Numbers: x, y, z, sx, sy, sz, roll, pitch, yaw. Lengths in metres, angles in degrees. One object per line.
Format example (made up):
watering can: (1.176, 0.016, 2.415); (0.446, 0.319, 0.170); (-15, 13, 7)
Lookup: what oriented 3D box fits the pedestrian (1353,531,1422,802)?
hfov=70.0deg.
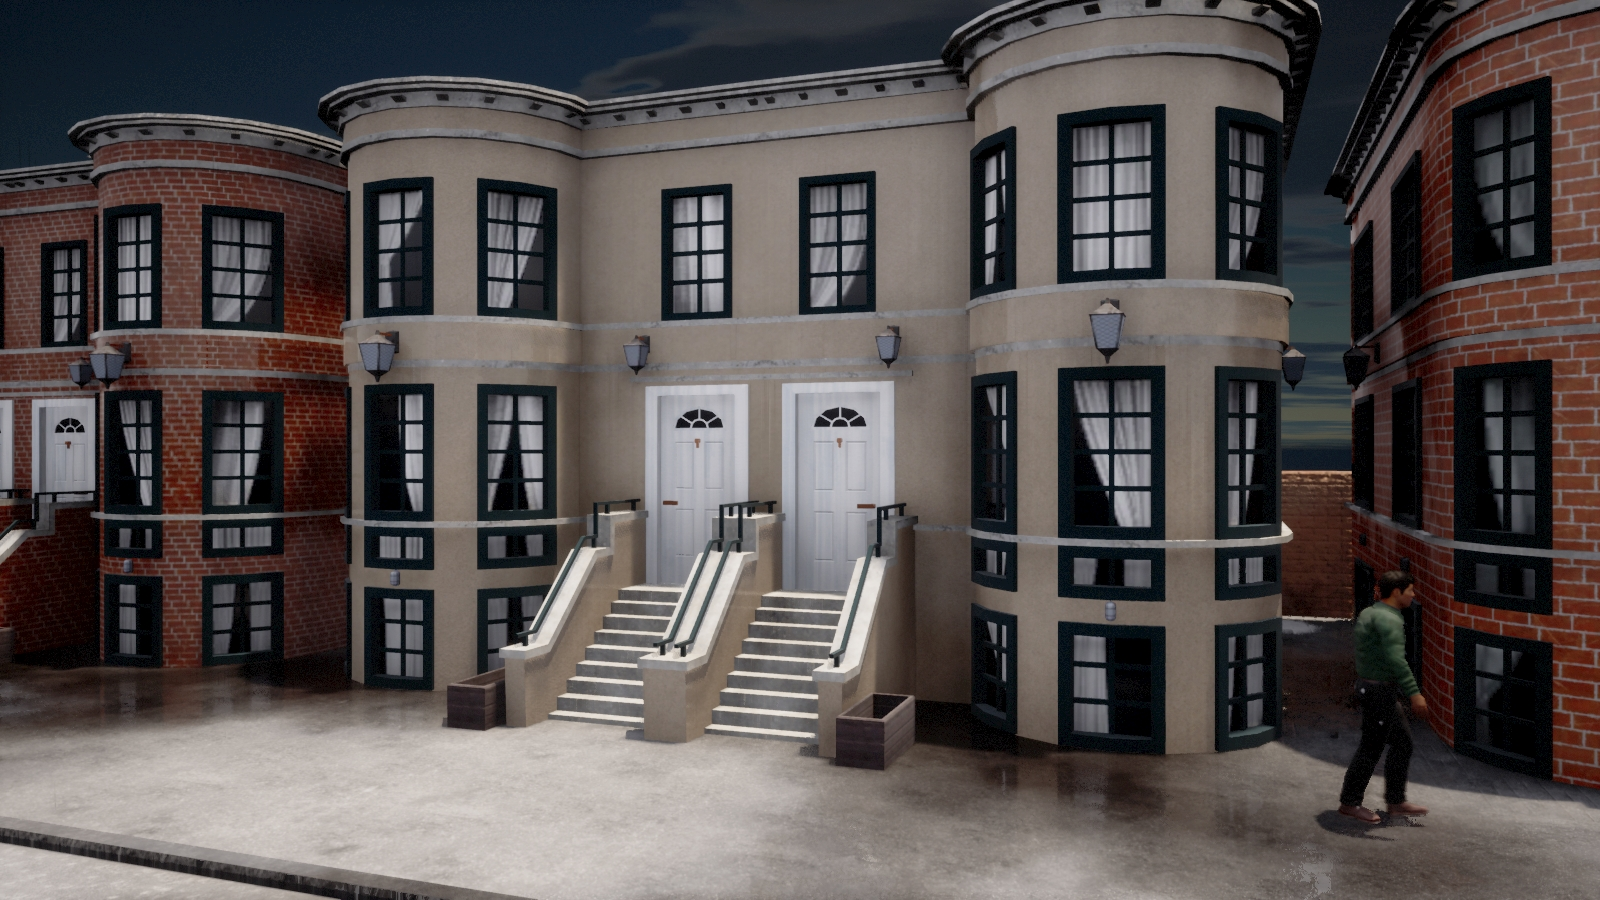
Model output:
pedestrian: (4.206, 1.524, 8.194); (0.375, 1.860, 0.375); (0, 0, 16)
